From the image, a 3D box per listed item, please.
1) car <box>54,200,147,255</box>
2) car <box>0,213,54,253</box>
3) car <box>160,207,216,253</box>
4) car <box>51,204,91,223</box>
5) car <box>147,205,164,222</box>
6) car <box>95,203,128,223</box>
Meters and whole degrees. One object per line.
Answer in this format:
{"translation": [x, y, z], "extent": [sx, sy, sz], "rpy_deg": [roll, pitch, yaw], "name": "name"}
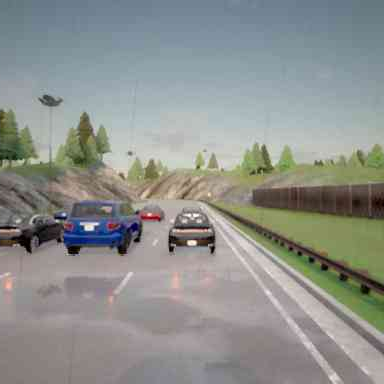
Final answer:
{"translation": [-3.497, 1.348, 14.012], "extent": [2.150, 2.045, 5.566], "rpy_deg": [0, 0, 0], "name": "car"}
{"translation": [-6.995, 1.627, 14.291], "extent": [2.128, 1.511, 4.902], "rpy_deg": [0, 0, 0], "name": "car"}
{"translation": [0.005, 1.627, 14.297], "extent": [2.128, 1.511, 4.902], "rpy_deg": [0, 0, 0], "name": "car"}
{"translation": [-10.493, 1.838, 29.281], "extent": [1.994, 1.385, 4.181], "rpy_deg": [0, 0, 0], "name": "car"}
{"translation": [-3.493, 1.838, 29.281], "extent": [1.994, 1.385, 4.181], "rpy_deg": [0, 0, 0], "name": "car"}
{"translation": [-6.992, 1.801, 29.385], "extent": [1.812, 1.442, 4.674], "rpy_deg": [0, 0, 0], "name": "car"}
